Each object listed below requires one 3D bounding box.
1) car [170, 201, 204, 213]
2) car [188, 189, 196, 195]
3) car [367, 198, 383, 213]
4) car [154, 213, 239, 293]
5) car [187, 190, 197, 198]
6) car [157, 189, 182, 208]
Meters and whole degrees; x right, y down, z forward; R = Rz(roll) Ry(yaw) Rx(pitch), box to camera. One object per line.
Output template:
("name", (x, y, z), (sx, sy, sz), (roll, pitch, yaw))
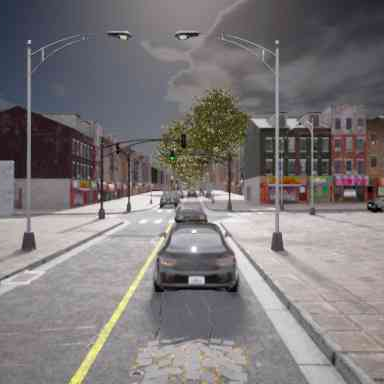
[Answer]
("car", (-0.231, 1.477, 21.390), (1.895, 1.301, 4.718), (0, 1, -5))
("car", (0.007, 0.082, 83.278), (1.994, 1.385, 4.181), (0, 1, 0))
("car", (17.204, 1.135, 28.276), (4.313, 1.339, 1.947), (-1, 1, 0))
("car", (0.095, 1.506, 8.664), (1.812, 1.442, 4.674), (0, 0, 0))
("car", (0.006, 0.285, 73.207), (2.097, 1.767, 4.553), (0, 1, 0))
("car", (-2.832, 0.882, 42.318), (2.150, 2.045, 5.566), (0, 1, 0))
